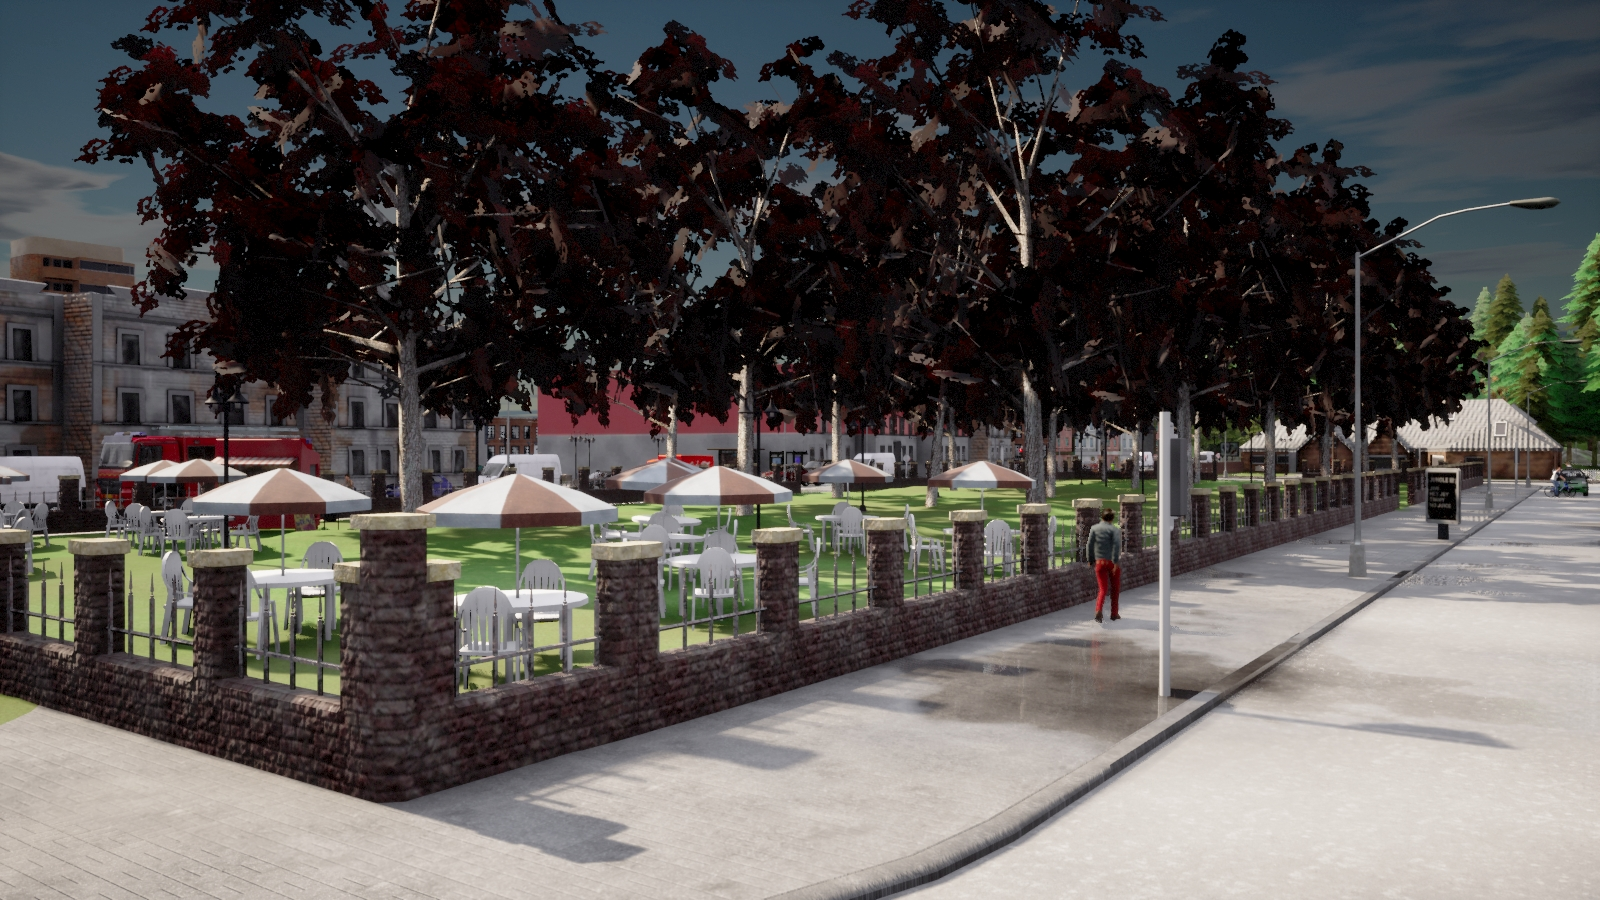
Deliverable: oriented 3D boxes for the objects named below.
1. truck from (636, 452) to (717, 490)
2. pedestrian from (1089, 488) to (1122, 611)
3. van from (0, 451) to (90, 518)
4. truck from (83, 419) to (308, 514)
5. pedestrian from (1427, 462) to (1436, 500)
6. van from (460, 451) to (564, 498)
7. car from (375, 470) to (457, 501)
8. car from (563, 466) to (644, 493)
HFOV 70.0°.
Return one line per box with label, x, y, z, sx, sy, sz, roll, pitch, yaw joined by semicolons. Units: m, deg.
truck;-8.233;1.348;76.671;2.627;2.467;5.204;0;0;35
pedestrian;4.714;1.517;17.616;0.375;1.860;0.375;0;0;37
van;-31.021;1.314;44.007;1.988;2.561;5.915;0;0;35
truck;-26.598;0.670;50.778;2.891;3.827;8.468;0;0;35
pedestrian;31.059;1.525;56.204;0.375;1.860;0.375;0;0;35
van;-16.329;1.314;65.083;1.988;2.561;5.915;0;0;35
car;-20.045;1.818;59.739;1.845;1.501;3.633;0;0;35
car;-12.166;1.814;71.050;2.097;1.535;5.006;0;0;35
